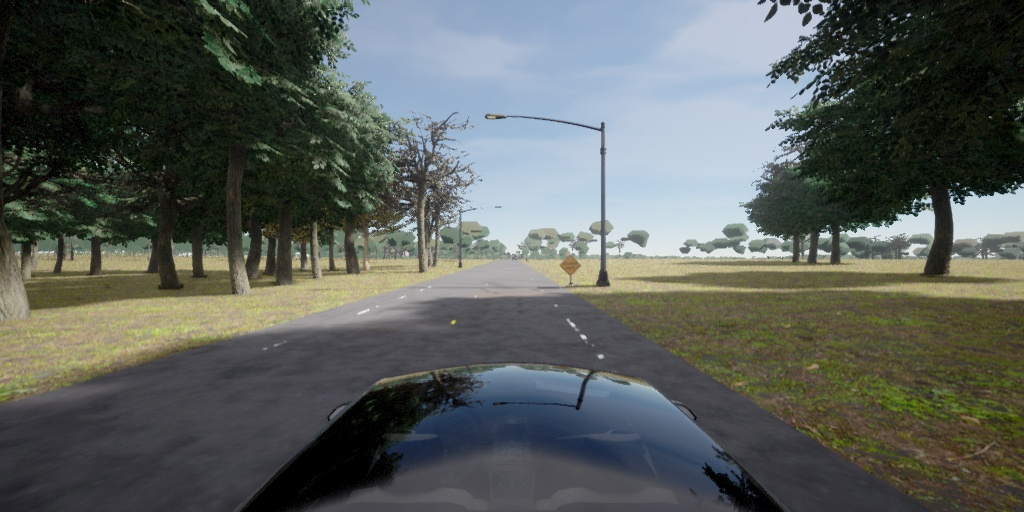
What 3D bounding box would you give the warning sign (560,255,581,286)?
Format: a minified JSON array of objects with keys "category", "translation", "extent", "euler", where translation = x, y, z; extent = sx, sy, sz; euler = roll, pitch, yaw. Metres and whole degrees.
[{"category":"warning sign","translation":[3.550,0.857,21.673],"extent":[1.300,1.860,1.060],"euler":[0,0,0]}]
